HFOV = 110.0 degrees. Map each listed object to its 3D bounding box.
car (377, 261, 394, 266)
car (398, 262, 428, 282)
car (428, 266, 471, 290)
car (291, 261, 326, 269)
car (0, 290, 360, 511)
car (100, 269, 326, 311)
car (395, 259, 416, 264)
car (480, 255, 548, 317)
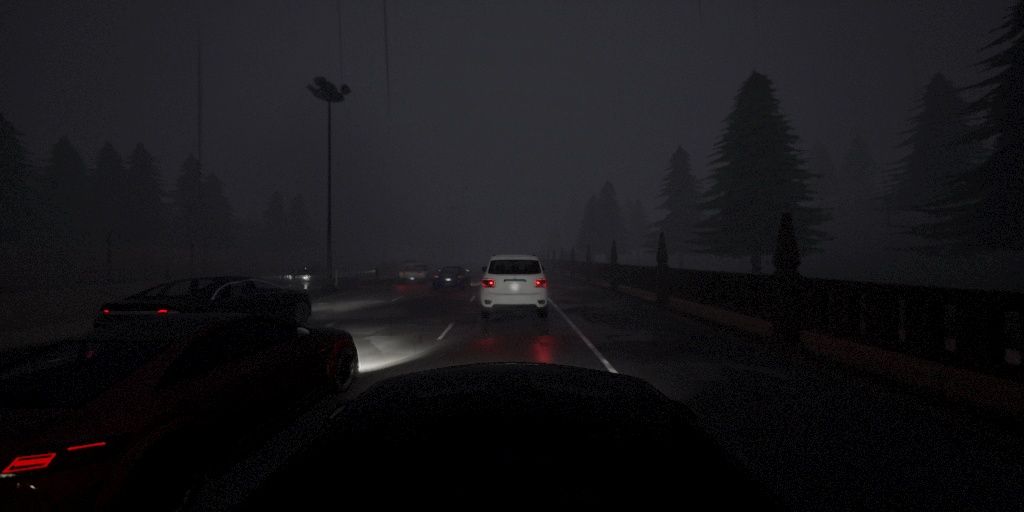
[{"bbox_3d":[-18.605,1.353,53.951,1.895,1.301,4.718,0,0,-1],"label":"car"},{"bbox_3d":[-7.341,1.352,28.342,1.895,1.301,4.718,0,0,-2],"label":"car"},{"bbox_3d":[-3.678,1.315,22.362,1.994,1.385,4.181,0,0,-2],"label":"car"},{"bbox_3d":[-21.781,1.277,38.486,1.812,1.442,4.674,0,0,-1],"label":"car"},{"bbox_3d":[-3.397,1.314,3.978,1.994,1.385,4.181,0,0,0],"label":"car"},{"bbox_3d":[-6.912,1.242,8.799,2.128,1.511,4.902,0,0,0],"label":"car"},{"bbox_3d":[-15.086,1.300,52.793,2.033,1.411,5.357,0,0,-1],"label":"car"},{"bbox_3d":[0.045,0.972,13.274,2.150,2.045,5.566,0,0,-1],"label":"car"}]
